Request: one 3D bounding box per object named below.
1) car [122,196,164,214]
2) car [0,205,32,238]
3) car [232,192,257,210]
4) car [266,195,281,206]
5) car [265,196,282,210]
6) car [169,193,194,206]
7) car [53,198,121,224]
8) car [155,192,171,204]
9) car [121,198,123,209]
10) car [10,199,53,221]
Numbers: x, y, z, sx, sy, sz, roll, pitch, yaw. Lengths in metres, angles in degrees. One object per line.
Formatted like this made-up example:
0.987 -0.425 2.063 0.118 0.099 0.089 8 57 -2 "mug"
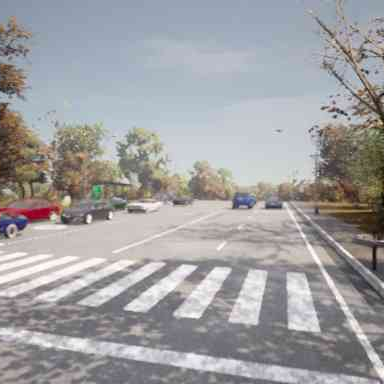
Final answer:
-4.643 1.331 32.520 1.895 1.301 4.718 1 1 15 "car"
-9.368 1.456 14.064 1.895 1.301 4.718 1 0 14 "car"
6.158 0.971 39.947 2.150 2.045 5.566 1 1 15 "car"
12.196 1.264 49.599 1.994 1.385 4.181 1 1 14 "car"
9.854 1.344 40.235 1.994 1.385 4.181 1 1 15 "car"
-1.188 1.219 45.782 1.895 1.301 4.718 1 1 15 "car"
-7.083 1.313 22.998 1.837 1.490 4.892 1 1 14 "car"
-4.108 0.724 48.399 2.097 1.767 4.553 1 1 14 "car"
-8.040 1.291 33.337 1.895 1.301 4.718 1 1 15 "car"
-10.935 1.258 22.044 1.882 1.535 5.008 1 0 14 "car"
